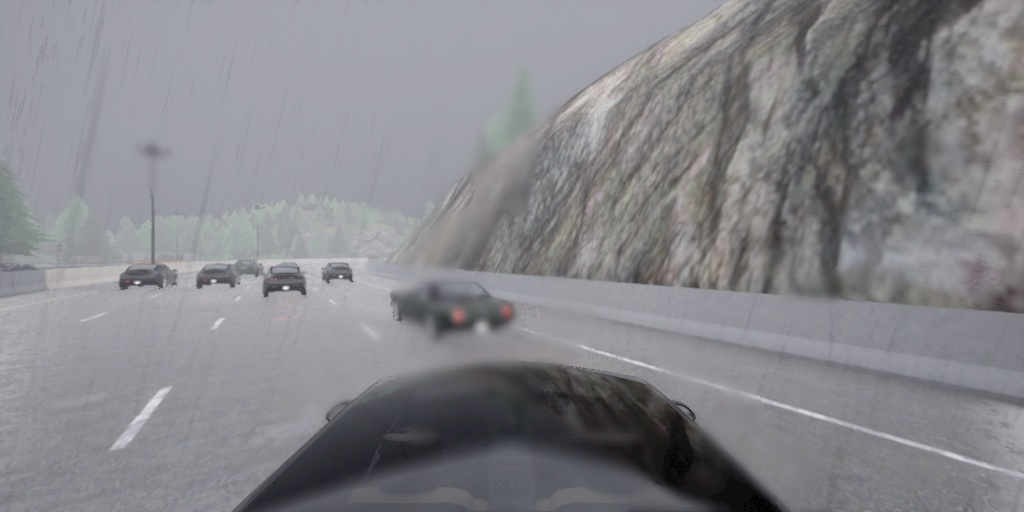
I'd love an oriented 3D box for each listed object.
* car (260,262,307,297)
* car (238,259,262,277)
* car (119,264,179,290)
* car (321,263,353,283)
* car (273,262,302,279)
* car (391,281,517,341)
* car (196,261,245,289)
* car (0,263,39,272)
[{"bbox_3d":[-12.178,1.255,19.221,1.837,1.490,4.892,0,1,-33],"label":"car"},{"bbox_3d":[-25.542,1.099,34.791,2.097,1.767,4.553,0,0,-29],"label":"car"},{"bbox_3d":[-22.484,1.250,22.357,1.837,1.490,4.892,0,0,-32],"label":"car"},{"bbox_3d":[-13.729,1.254,28.161,1.837,1.490,4.892,0,0,-32],"label":"car"},{"bbox_3d":[-21.046,1.296,33.784,2.033,1.411,5.357,0,0,-29],"label":"car"},{"bbox_3d":[-1.920,1.352,10.118,1.895,1.301,4.718,0,0,-34],"label":"car"},{"bbox_3d":[-18.911,1.251,23.261,1.837,1.490,4.892,0,0,-32],"label":"car"},{"bbox_3d":[-36.923,1.234,25.978,2.128,1.511,4.902,0,0,-29],"label":"car"}]
